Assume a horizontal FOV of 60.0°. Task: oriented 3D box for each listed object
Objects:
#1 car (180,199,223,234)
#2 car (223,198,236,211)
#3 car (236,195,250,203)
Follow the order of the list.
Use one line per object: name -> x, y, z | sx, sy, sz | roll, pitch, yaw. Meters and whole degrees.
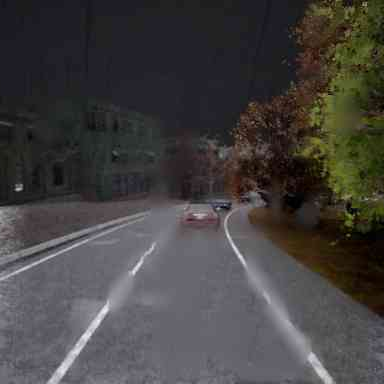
car -> 0.559, 1.302, 19.172 | 2.097, 1.767, 4.553 | 0, 0, 4
car -> 3.672, 1.467, 39.364 | 1.895, 1.301, 4.718 | 1, 0, 13
car -> 10.093, 1.357, 66.490 | 2.033, 1.411, 5.357 | 3, 1, 25
